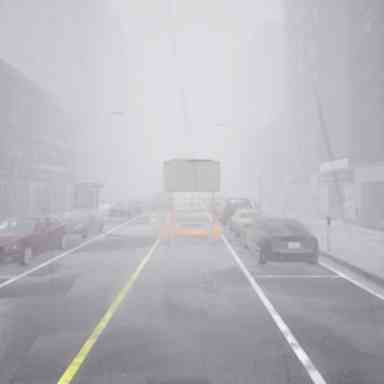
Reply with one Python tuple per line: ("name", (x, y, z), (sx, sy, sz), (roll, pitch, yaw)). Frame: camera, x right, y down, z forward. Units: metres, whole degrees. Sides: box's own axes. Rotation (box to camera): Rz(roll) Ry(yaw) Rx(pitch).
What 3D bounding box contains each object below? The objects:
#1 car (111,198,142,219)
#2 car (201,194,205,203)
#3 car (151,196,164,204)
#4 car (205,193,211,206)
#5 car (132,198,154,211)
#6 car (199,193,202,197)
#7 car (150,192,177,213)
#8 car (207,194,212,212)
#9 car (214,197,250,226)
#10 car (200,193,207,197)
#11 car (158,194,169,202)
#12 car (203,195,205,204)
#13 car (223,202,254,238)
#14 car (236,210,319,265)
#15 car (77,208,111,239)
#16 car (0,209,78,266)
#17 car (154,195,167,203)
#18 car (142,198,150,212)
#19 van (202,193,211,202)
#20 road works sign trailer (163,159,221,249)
("car", (-5.683, 1.421, 27.883), (1.887, 1.381, 4.507), (0, 0, 0))
("car", (2.832, 1.329, 49.997), (2.008, 1.369, 4.403), (0, 0, 0))
("car", (-5.697, 1.335, 55.509), (1.802, 1.307, 4.206), (0, 0, 0))
("car", (2.837, 1.268, 38.950), (1.967, 1.590, 4.097), (0, 0, 0))
("car", (-5.688, 1.393, 38.933), (1.947, 1.339, 4.313), (0, 0, 0))
("car", (2.826, 1.044, 61.044), (2.192, 1.841, 5.009), (0, 0, 0))
("car", (-3.112, 1.063, 35.532), (2.150, 2.045, 5.566), (0, 0, 0))
("car", (2.840, 1.292, 33.426), (1.967, 1.590, 4.097), (0, 0, 0))
("car", (2.846, 1.217, 22.379), (2.192, 1.841, 5.009), (0, 0, 0))
("car", (2.829, 1.320, 55.521), (1.947, 1.339, 4.313), (0, 0, 0))
("car", (-5.703, 1.144, 66.558), (1.967, 1.590, 4.097), (0, 0, 0))
("car", (2.835, 1.354, 44.474), (2.008, 1.369, 4.403), (0, 0, 0))
("car", (2.849, 1.451, 17.026), (1.752, 1.417, 4.829), (0, 0, 0))
("car", (2.852, 1.516, 11.333), (1.947, 1.339, 4.313), (0, 0, 0))
("car", (-5.677, 1.508, 16.834), (1.802, 1.307, 4.206), (0, 0, 0))
("car", (-5.674, 1.495, 11.309), (1.887, 1.381, 4.507), (0, 0, 0))
("car", (-5.700, 1.295, 61.034), (1.947, 1.339, 4.313), (0, 0, 0))
("car", (-5.686, 1.418, 33.408), (1.947, 1.339, 4.313), (0, 0, 0))
("van", (2.823, 1.046, 66.567), (1.690, 1.788, 3.998), (0, 0, 0))
("road works sign trailer", (-0.008, 0.402, 14.230), (2.380, 3.560, 2.880), (0, 0, 0))
